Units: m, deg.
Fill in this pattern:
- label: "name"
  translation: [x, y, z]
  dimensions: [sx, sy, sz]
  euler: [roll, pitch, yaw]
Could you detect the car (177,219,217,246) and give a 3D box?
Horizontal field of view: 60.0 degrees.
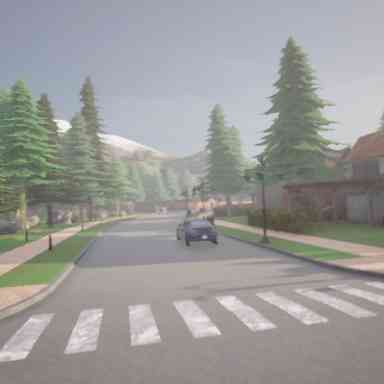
- label: "car"
  translation: [0.237, 2.364, 20.305]
  dimensions: [1.812, 1.442, 4.674]
  euler: [-1, -2, -11]
